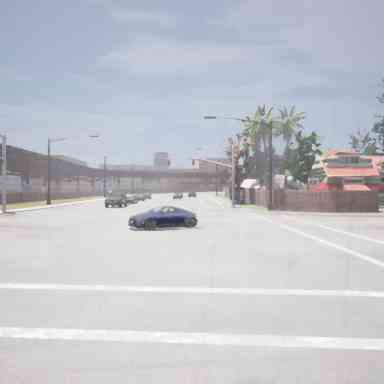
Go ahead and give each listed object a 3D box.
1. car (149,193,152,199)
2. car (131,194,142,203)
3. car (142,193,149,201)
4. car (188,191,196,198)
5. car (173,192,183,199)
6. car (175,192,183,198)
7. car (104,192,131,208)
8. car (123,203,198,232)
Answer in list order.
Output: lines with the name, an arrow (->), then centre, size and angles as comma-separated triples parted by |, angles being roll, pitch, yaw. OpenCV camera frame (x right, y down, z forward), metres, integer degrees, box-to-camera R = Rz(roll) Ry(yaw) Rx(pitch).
car -> -10.426, 0.895, 76.577 | 1.812, 1.442, 4.674 | 0, 1, 0
car -> -10.445, 1.285, 56.527 | 2.033, 1.411, 5.357 | 0, 1, 0
car -> -10.436, 1.141, 66.245 | 1.994, 1.385, 4.181 | 0, 1, 0
car -> 0.084, 0.517, 86.839 | 2.097, 1.767, 4.553 | 0, 1, 0
car -> -3.425, 0.961, 76.883 | 1.895, 1.301, 4.718 | 0, 1, 0
car -> -3.416, 0.707, 87.201 | 1.994, 1.385, 4.181 | 0, 1, 0
car -> -10.509, 1.081, 46.405 | 2.150, 2.045, 5.566 | 0, 1, 1
car -> -1.746, 1.552, 20.199 | 4.181, 1.385, 1.994 | 0, 0, -28
